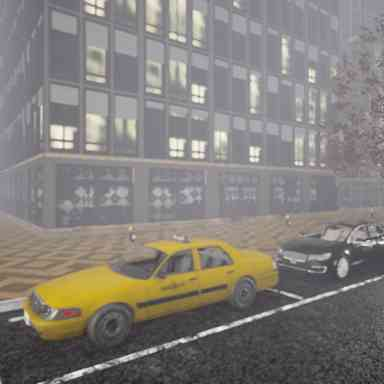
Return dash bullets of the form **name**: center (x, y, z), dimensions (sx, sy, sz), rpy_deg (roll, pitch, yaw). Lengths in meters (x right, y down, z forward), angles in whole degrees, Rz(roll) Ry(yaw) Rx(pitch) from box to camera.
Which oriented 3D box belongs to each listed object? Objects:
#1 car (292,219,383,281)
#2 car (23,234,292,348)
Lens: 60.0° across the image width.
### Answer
- **car**: center (4.339, 1.503, 9.643), dimensions (4.403, 1.369, 2.008), rpy_deg (0, 0, -35)
- **car**: center (-0.437, 1.509, 6.241), dimensions (4.829, 1.417, 1.752), rpy_deg (0, 0, -35)
